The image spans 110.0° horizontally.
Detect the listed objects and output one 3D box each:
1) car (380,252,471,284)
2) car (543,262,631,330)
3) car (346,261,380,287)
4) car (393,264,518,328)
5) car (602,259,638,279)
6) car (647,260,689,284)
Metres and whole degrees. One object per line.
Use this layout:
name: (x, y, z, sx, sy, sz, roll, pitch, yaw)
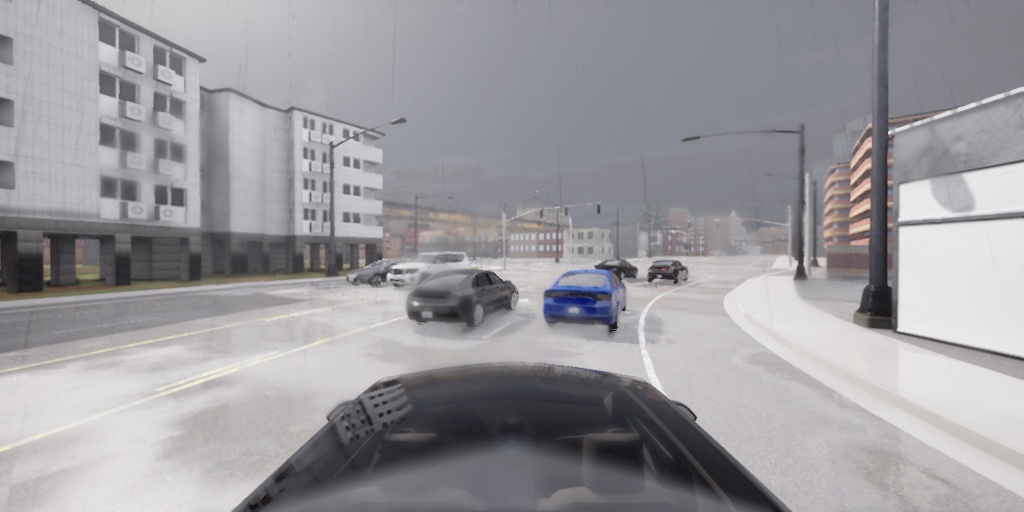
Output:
car: (-4.618, 0.772, 21.064, 2.150, 2.045, 5.566, 0, 0, 30)
car: (2.412, 1.132, 10.987, 1.882, 1.535, 5.008, 0, 1, 22)
car: (-7.855, 1.028, 22.301, 2.128, 1.511, 4.902, 0, 1, 29)
car: (-1.282, 1.160, 11.137, 1.837, 1.490, 4.892, 0, 1, 20)
car: (7.689, 0.980, 26.281, 1.882, 1.535, 5.008, 0, 0, 37)
car: (10.685, 1.024, 24.443, 1.837, 1.490, 4.892, 0, 0, 36)
